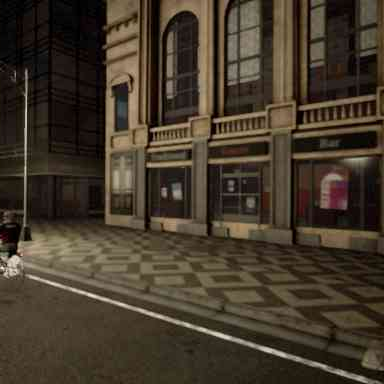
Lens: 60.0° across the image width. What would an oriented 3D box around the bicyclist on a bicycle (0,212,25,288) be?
[{"bbox_3d":[-4.572,1.360,8.126,1.843,1.776,0.659,1,0,37],"label":"bicyclist on a bicycle"}]
